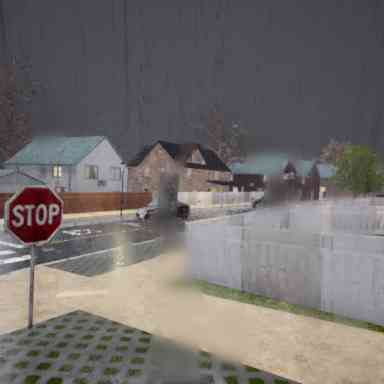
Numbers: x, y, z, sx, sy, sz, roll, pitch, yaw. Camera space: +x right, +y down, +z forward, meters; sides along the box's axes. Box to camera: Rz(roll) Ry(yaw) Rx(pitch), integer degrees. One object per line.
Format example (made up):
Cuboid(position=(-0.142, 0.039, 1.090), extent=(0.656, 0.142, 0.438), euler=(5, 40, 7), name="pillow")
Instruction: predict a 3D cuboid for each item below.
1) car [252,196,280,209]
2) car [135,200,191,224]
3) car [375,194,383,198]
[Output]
Cuboid(position=(8.830, 1.295, 39.535), extent=(1.837, 1.490, 4.892), euler=(4, 2, 37), name="car")
Cuboid(position=(-1.947, 1.297, 23.658), extent=(2.128, 1.511, 4.902), euler=(4, 2, 32), name="car")
Cuboid(position=(40.396, 1.203, 70.758), extent=(4.674, 1.442, 1.812), euler=(0, 3, -43), name="car")
